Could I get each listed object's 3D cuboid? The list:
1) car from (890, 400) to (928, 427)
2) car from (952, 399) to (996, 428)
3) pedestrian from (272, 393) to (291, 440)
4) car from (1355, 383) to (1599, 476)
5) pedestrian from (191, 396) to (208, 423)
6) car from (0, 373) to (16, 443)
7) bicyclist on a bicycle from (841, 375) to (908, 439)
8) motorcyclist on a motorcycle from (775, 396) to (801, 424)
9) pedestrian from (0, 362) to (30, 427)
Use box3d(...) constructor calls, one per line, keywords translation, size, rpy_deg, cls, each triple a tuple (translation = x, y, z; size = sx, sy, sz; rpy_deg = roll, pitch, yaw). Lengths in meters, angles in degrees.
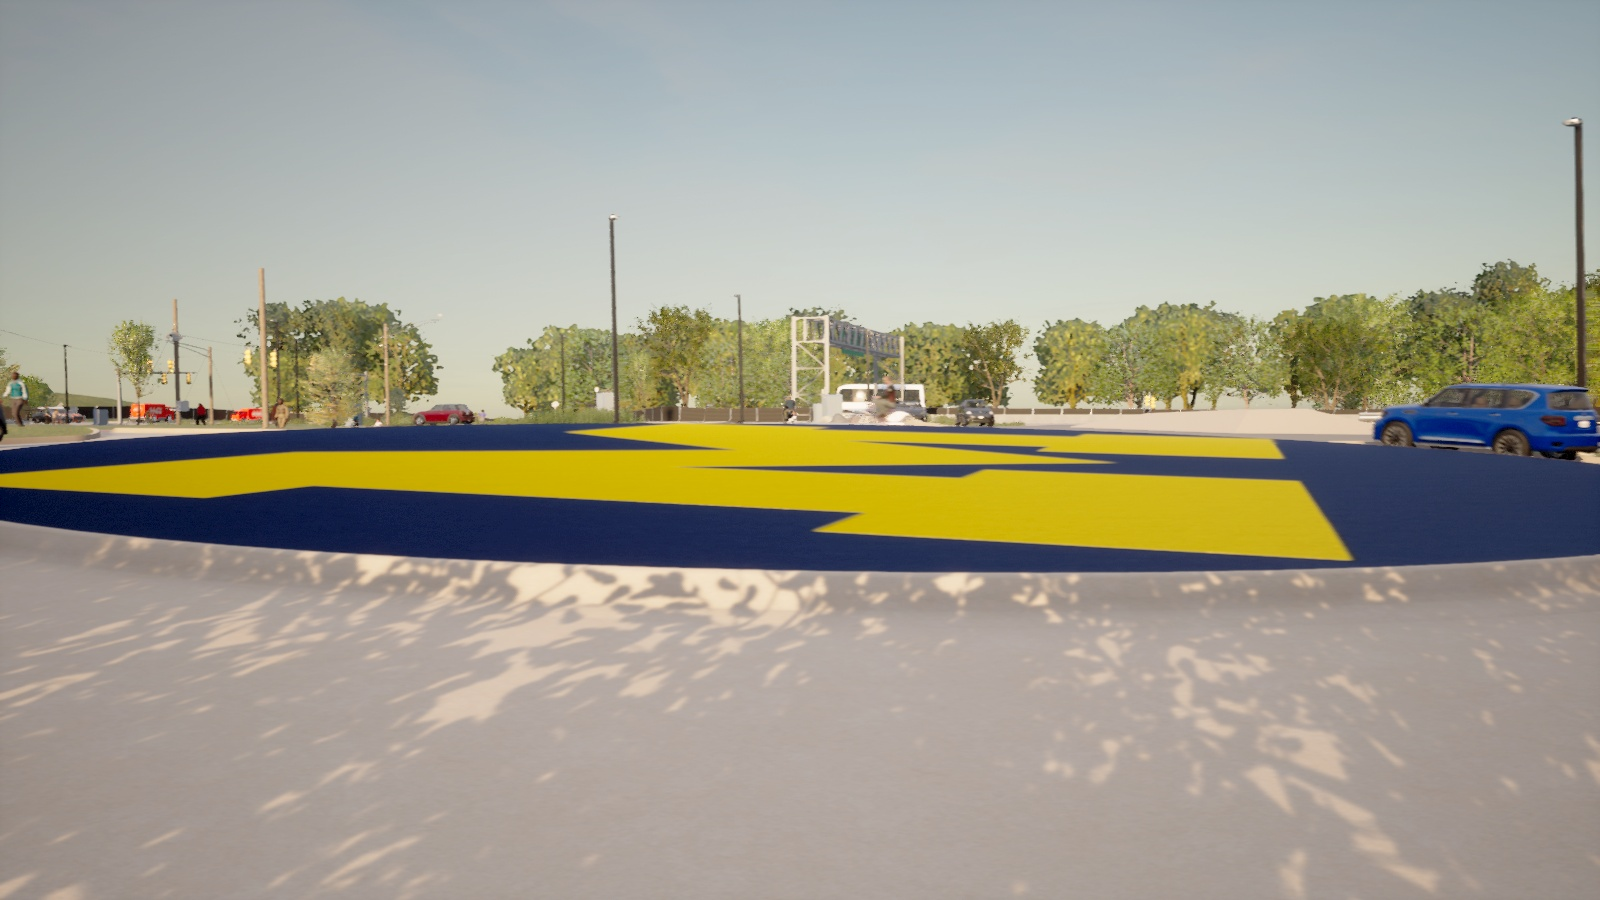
box3d(translation=(6.600, -2.223, 76.280), size=(2.007, 1.525, 4.514), rpy_deg=(1, 2, 2), cls="car")
box3d(translation=(10.223, -2.150, 73.900), size=(1.851, 1.617, 3.988), rpy_deg=(1, 2, -2), cls="car")
box3d(translation=(-21.422, -1.389, 51.887), size=(0.396, 1.930, 0.692), rpy_deg=(-1, 1, 11), cls="pedestrian")
box3d(translation=(17.805, -0.628, 33.173), size=(2.150, 2.045, 5.566), rpy_deg=(-1, 5, -26), cls="car")
box3d(translation=(-41.857, -2.797, 87.536), size=(0.899, 1.844, 0.634), rpy_deg=(-1, 1, 26), cls="pedestrian")
box3d(translation=(-18.534, -0.819, 25.831), size=(1.845, 1.501, 3.633), rpy_deg=(0, 3, 21), cls="car")
box3d(translation=(2.140, -1.249, 36.280), size=(1.843, 1.776, 0.659), rpy_deg=(2, 2, 2), cls="bicyclist on a bicycle")
box3d(translation=(-0.674, -2.275, 71.515), size=(0.866, 1.590, 1.817), rpy_deg=(-1, 2, -21), cls="motorcyclist on a motorcycle")
box3d(translation=(-23.488, -1.647, 37.596), size=(0.396, 1.930, 0.692), rpy_deg=(-1, 1, 1), cls="pedestrian")
